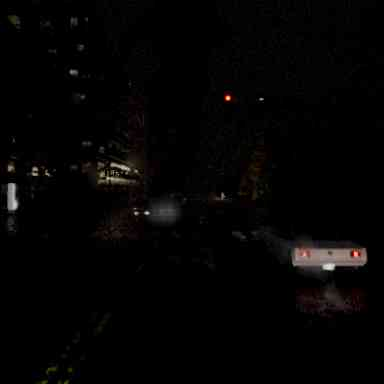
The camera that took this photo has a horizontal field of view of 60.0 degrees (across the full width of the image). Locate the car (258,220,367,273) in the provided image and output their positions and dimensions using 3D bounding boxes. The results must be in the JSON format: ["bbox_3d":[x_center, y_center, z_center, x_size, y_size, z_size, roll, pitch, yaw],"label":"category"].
[{"bbox_3d":[3.348,1.529,10.353,1.895,1.301,4.718,0,0,0],"label":"car"}]

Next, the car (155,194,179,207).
[{"bbox_3d":[-3.331,1.189,45.413,2.128,1.511,4.902,0,0,0],"label":"car"}]

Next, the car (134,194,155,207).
[{"bbox_3d":[-6.582,1.302,44.996,1.895,1.301,4.718,0,0,0],"label":"car"}]
